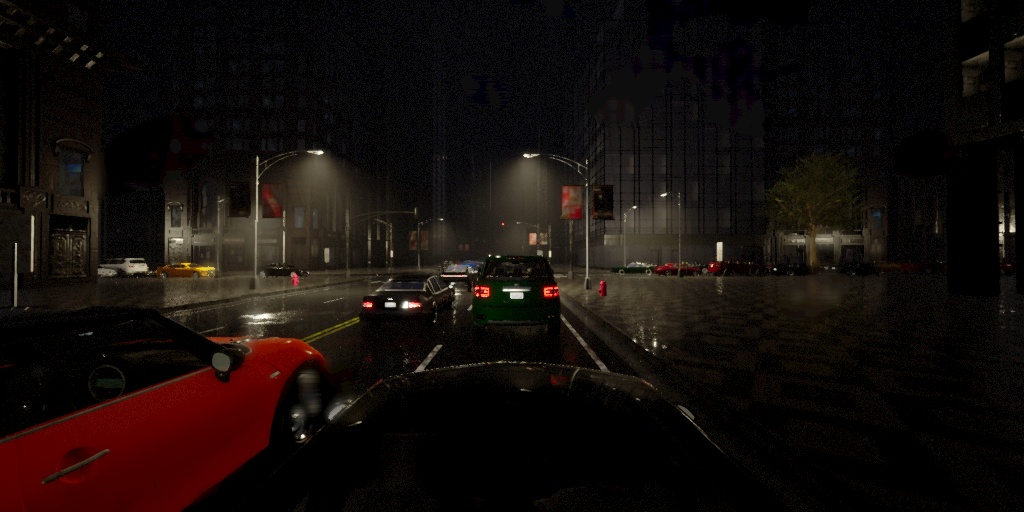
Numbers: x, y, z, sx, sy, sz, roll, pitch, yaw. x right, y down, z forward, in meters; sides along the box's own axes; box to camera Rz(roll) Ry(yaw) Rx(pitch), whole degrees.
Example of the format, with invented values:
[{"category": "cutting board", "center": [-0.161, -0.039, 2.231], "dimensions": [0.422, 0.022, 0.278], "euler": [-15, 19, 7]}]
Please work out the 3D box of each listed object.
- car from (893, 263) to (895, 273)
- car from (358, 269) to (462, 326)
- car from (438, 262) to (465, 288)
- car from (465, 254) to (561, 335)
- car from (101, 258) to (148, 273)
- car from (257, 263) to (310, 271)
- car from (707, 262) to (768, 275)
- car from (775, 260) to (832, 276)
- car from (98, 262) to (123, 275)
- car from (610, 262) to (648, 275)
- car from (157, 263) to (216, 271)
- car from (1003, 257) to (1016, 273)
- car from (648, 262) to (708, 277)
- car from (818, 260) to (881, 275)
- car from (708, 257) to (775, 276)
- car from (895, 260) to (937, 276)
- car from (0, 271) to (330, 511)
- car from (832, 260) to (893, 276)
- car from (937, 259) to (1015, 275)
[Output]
[{"category": "car", "center": [43.273, 1.295, 42.256], "dimensions": [4.829, 1.417, 1.751], "euler": [0, 0, -1]}, {"category": "car", "center": [-3.121, 1.307, 11.725], "dimensions": [2.033, 1.411, 5.357], "euler": [0, 0, 0]}, {"category": "car", "center": [-3.123, 1.280, 21.462], "dimensions": [2.128, 1.511, 4.902], "euler": [0, 0, 0]}, {"category": "car", "center": [0.114, 0.979, 10.641], "dimensions": [2.150, 2.045, 5.566], "euler": [0, 0, 0]}, {"category": "car", "center": [-42.705, 1.279, 38.680], "dimensions": [5.566, 2.045, 2.150], "euler": [0, -1, 0]}, {"category": "car", "center": [-22.540, 1.432, 35.430], "dimensions": [4.892, 1.490, 1.837], "euler": [0, -1, 0]}, {"category": "car", "center": [24.589, 1.331, 39.247], "dimensions": [5.357, 1.411, 2.033], "euler": [0, -1, -1]}, {"category": "car", "center": [26.642, 1.275, 33.499], "dimensions": [4.313, 1.339, 1.948], "euler": [0, 0, -1]}, {"category": "car", "center": [-42.074, 1.542, 35.483], "dimensions": [4.674, 1.442, 1.812], "euler": [0, -1, 0]}, {"category": "car", "center": [13.210, 1.422, 39.088], "dimensions": [4.718, 1.301, 1.895], "euler": [0, -1, 0]}, {"category": "car", "center": [-32.075, 1.448, 35.456], "dimensions": [5.008, 1.535, 1.882], "euler": [0, -1, 0]}, {"category": "car", "center": [49.195, 0.972, 33.814], "dimensions": [5.009, 1.841, 2.192], "euler": [0, 0, -1]}, {"category": "car", "center": [15.366, 1.327, 33.342], "dimensions": [4.207, 1.307, 1.802], "euler": [0, 0, -1]}, {"category": "car", "center": [36.980, 1.243, 39.402], "dimensions": [4.902, 1.511, 2.128], "euler": [0, -1, -1]}, {"category": "car", "center": [21.005, 1.041, 33.421], "dimensions": [5.009, 1.841, 2.192], "euler": [0, 0, -1]}, {"category": "car", "center": [42.567, 1.179, 36.352], "dimensions": [5.008, 1.535, 1.882], "euler": [0, -1, 0]}, {"category": "car", "center": [-3.146, 1.102, 2.313], "dimensions": [2.097, 1.767, 4.553], "euler": [0, 0, 0]}, {"category": "car", "center": [32.280, 1.259, 33.578], "dimensions": [4.313, 1.339, 1.948], "euler": [0, 0, -1]}, {"category": "car", "center": [43.556, 1.213, 33.735], "dimensions": [4.507, 1.381, 1.888], "euler": [0, 0, -1]}]
